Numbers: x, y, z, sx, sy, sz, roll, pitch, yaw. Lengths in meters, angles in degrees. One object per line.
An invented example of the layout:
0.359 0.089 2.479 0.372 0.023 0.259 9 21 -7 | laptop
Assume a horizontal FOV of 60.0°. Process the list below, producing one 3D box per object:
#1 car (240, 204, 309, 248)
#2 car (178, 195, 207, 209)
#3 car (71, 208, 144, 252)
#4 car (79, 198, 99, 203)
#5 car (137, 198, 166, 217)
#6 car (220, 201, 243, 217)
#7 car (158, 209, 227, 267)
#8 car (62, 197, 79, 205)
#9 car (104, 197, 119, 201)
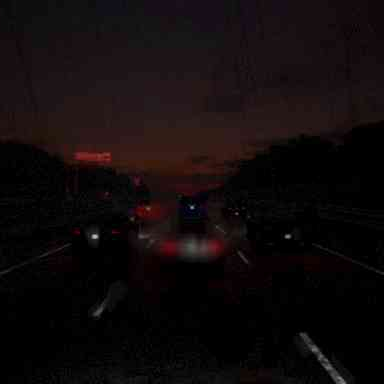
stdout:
3.556 1.476 14.722 1.882 1.535 5.008 0 0 0 | car
0.040 1.243 27.436 2.150 2.045 5.566 0 0 1 | car
-3.448 1.563 13.891 1.994 1.385 4.181 0 0 1 | car
-17.540 1.706 58.034 1.994 1.385 4.181 0 0 1 | car
-3.449 1.373 28.532 2.097 1.767 4.553 0 0 0 | car
3.552 1.515 28.602 2.128 1.511 4.902 0 0 0 | car
0.026 1.544 11.416 2.033 1.411 5.357 0 0 1 | car
-21.031 1.668 57.972 1.812 1.442 4.674 0 0 1 | car
-14.043 1.620 57.984 1.882 1.535 5.008 0 0 0 | car
